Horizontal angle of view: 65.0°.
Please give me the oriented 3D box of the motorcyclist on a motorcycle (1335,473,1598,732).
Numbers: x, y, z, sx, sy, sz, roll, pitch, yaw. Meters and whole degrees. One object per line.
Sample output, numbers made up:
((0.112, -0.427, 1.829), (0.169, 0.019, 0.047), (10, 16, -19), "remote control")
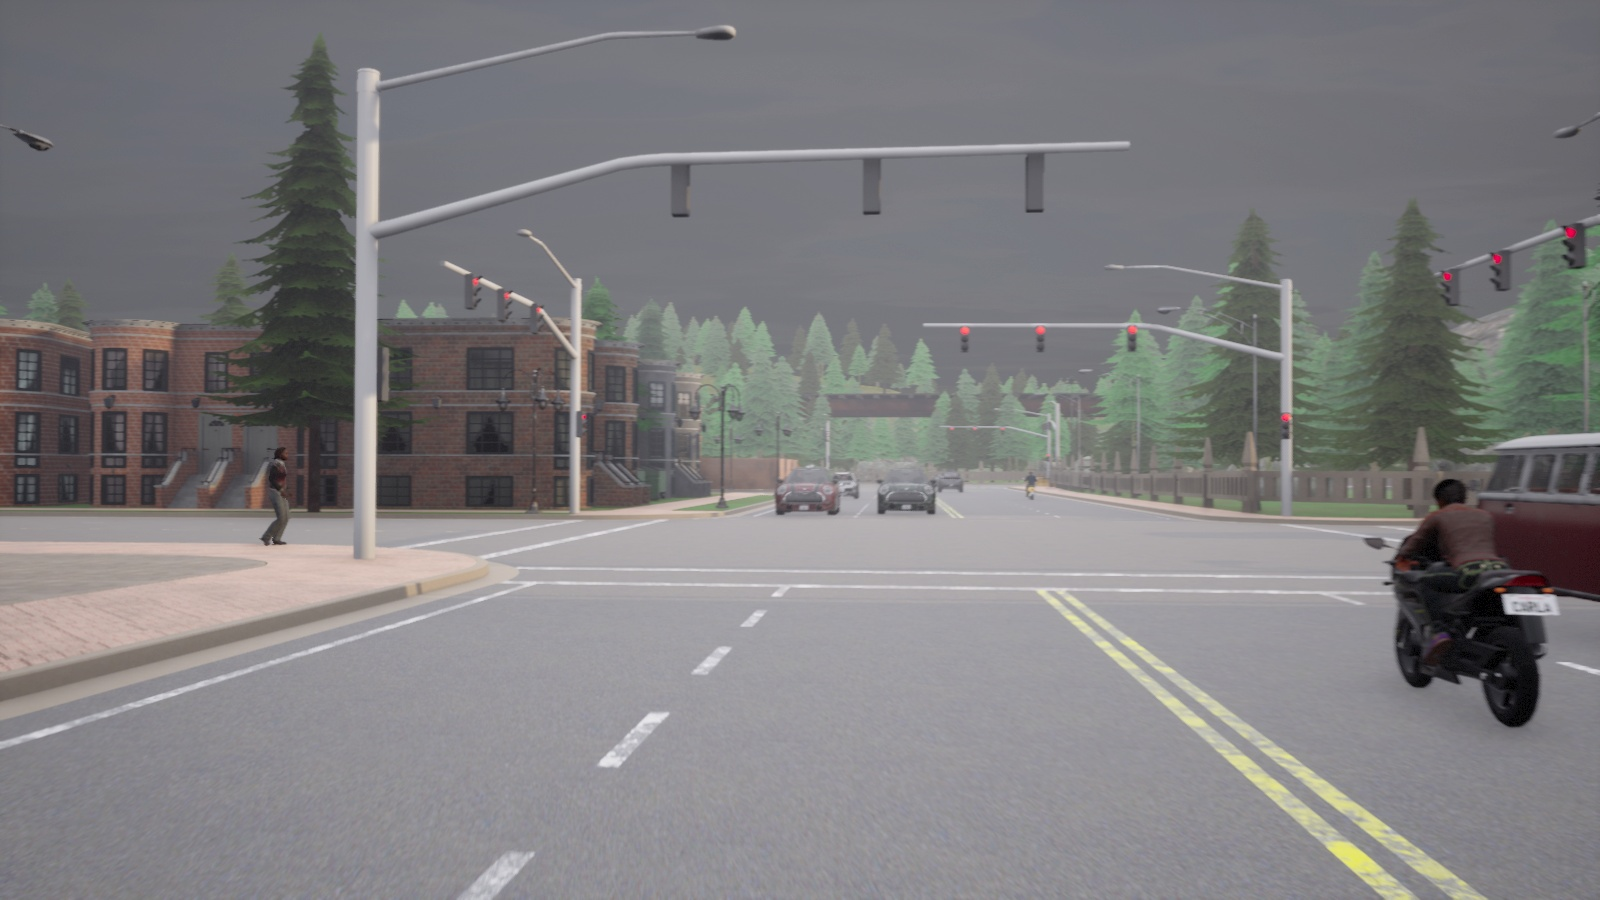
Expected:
((4.379, 0.918, 8.460), (0.797, 1.523, 2.044), (0, -1, 4), "motorcyclist on a motorcycle")

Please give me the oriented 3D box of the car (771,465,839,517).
((0.222, 1.428, 45.159), (2.097, 1.767, 4.553), (0, -1, 5), "car")

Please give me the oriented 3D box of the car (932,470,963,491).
((11.109, 2.304, 94.598), (2.128, 1.511, 4.902), (0, -1, 4), "car")

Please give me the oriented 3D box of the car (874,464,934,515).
((3.830, 1.432, 46.378), (2.097, 1.767, 4.553), (0, -1, 4), "car")

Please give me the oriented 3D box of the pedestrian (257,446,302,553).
((-9.570, 0.904, 23.090), (0.666, 1.930, 0.402), (0, -1, -2), "pedestrian")

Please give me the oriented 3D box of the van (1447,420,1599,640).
((8.179, 0.734, 12.180), (1.775, 1.987, 4.442), (0, -1, 4), "van")

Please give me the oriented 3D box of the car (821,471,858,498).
((2.276, 1.965, 71.409), (1.970, 1.475, 3.806), (0, -1, 4), "car")
